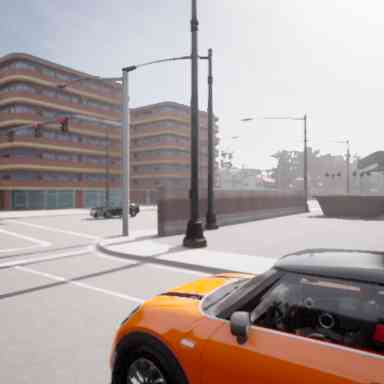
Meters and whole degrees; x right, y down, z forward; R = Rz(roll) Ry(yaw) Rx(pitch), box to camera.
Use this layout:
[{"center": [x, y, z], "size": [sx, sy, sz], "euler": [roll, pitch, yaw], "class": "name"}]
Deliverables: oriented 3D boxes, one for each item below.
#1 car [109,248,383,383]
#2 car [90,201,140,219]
[{"center": [1.306, 1.358, 3.192], "size": [4.553, 1.767, 2.097], "euler": [0, 0, 36], "class": "car"}, {"center": [-6.827, 1.550, 29.711], "size": [2.128, 1.511, 4.902], "euler": [0, 0, 36], "class": "car"}]
